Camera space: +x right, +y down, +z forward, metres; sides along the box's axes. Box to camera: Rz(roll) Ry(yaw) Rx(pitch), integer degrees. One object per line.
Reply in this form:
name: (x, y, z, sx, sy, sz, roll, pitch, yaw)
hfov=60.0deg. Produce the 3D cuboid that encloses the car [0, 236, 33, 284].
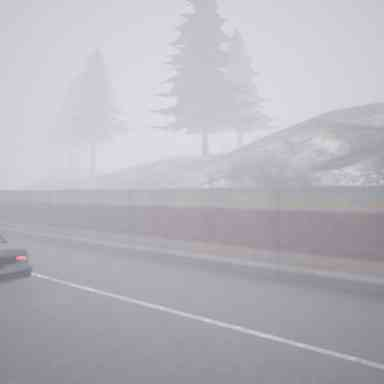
car: (-6.200, 1.559, 8.542, 5.357, 1.411, 2.033, 0, 0, 37)
